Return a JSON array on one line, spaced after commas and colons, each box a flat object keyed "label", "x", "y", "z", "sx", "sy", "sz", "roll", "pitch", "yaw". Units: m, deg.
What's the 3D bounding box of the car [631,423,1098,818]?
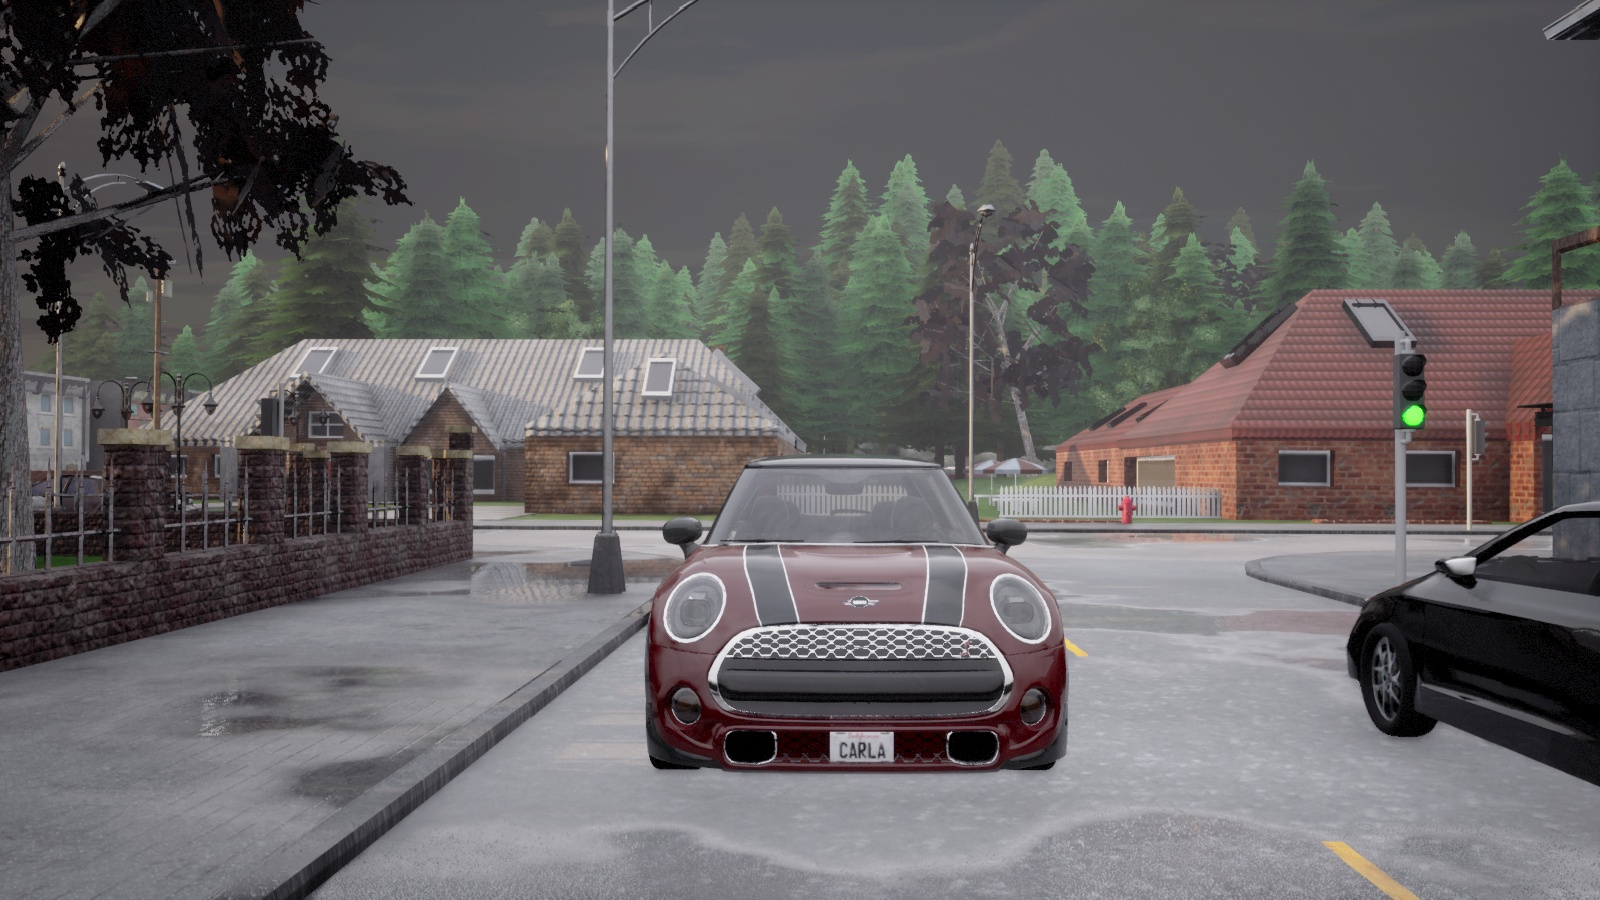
[{"label": "car", "x": 0.271, "y": 0.805, "z": 7.943, "sx": 2.097, "sy": 1.767, "sz": 4.553, "roll": 0, "pitch": -1, "yaw": 0}]

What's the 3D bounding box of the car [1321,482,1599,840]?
[{"label": "car", "x": 4.292, "y": 0.914, "z": 6.147, "sx": 1.816, "sy": 1.474, "sz": 4.193, "roll": 0, "pitch": -1, "yaw": 1}]

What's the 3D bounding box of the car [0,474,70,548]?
[{"label": "car", "x": -18.574, "y": 1.289, "z": 27.041, "sx": 4.514, "sy": 1.525, "sz": 2.007, "roll": 0, "pitch": -1, "yaw": 0}]

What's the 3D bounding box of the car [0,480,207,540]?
[{"label": "car", "x": -17.772, "y": 1.453, "z": 31.003, "sx": 5.357, "sy": 1.411, "sz": 2.033, "roll": 0, "pitch": -1, "yaw": 4}]
